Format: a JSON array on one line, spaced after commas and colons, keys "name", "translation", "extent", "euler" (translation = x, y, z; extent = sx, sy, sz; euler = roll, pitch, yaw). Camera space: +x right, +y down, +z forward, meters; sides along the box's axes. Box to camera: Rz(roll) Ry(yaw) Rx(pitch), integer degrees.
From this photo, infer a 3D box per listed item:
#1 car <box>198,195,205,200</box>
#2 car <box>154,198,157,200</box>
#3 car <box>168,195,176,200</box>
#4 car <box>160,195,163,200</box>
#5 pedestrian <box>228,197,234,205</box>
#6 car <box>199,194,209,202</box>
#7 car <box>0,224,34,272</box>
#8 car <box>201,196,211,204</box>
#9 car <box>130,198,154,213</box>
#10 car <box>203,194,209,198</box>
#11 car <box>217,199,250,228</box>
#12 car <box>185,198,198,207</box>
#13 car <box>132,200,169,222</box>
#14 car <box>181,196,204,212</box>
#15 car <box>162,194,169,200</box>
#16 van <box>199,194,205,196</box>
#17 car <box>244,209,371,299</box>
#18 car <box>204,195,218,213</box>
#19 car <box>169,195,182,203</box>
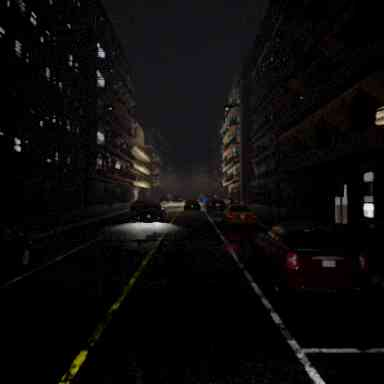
[{"name": "car", "translation": [2.679, 1.534, 93.430], "extent": [2.008, 1.369, 4.403], "euler": [1, 0, 0]}, {"name": "car", "translation": [-5.688, 1.510, 42.342], "extent": [1.752, 1.417, 4.829], "euler": [1, 0, 0]}, {"name": "car", "translation": [-5.702, 1.533, 93.466], "extent": [2.008, 1.369, 4.403], "euler": [1, 0, 0]}, {"name": "car", "translation": [-5.690, 1.508, 48.004], "extent": [1.752, 1.417, 4.829], "euler": [1, 0, 0]}, {"name": "pedestrian", "translation": [2.994, 1.284, 25.252], "extent": [0.375, 1.860, 0.375], "euler": [1, -1, -3]}, {"name": "car", "translation": [2.686, 1.297, 76.444], "extent": [2.192, 1.841, 5.009], "euler": [1, 0, 0]}, {"name": "car", "translation": [-5.681, 1.547, 8.542], "extent": [2.008, 1.369, 4.403], "euler": [1, 0, 0]}, {"name": "car", "translation": [2.685, 1.563, 65.121], "extent": [1.802, 1.307, 4.206], "euler": [1, 0, 0]}, {"name": "car", "translation": [-5.687, 1.531, 36.851], "extent": [1.887, 1.381, 4.507], "euler": [1, 0, 0]}, {"name": "car", "translation": [2.693, 1.425, 42.474], "extent": [1.967, 1.590, 4.097], "euler": [1, 0, 0]}, {"name": "car", "translation": [2.994, 1.447, 22.245], "extent": [1.801, 1.575, 5.366], "euler": [0, 0, 0]}, {"name": "car", "translation": [-0.012, 1.583, 50.522], "extent": [1.895, 1.301, 4.718], "euler": [0, 0, 0]}, {"name": "car", "translation": [-3.105, 1.554, 25.873], "extent": [1.994, 1.385, 4.181], "euler": [0, 0, 0]}, {"name": "car", "translation": [0.030, 1.550, 38.824], "extent": [1.994, 1.385, 4.181], "euler": [0, 0, 0]}, {"name": "car", "translation": [-5.692, 1.296, 70.820], "extent": [2.192, 1.841, 5.009], "euler": [1, 0, 0]}, {"name": "van", "translation": [2.690, 1.322, 59.459], "extent": [1.690, 1.788, 3.998], "euler": [1, 0, 0]}, {"name": "car", "translation": [2.701, 1.437, 8.503], "extent": [1.967, 1.590, 4.097], "euler": [1, 0, 0]}, {"name": "car", "translation": [2.695, 1.427, 36.813], "extent": [1.967, 1.590, 4.097], "euler": [1, 0, 0]}, {"name": "car", "translation": [-3.021, 1.334, 67.443], "extent": [2.097, 1.767, 4.553], "euler": [0, 0, 0]}]
